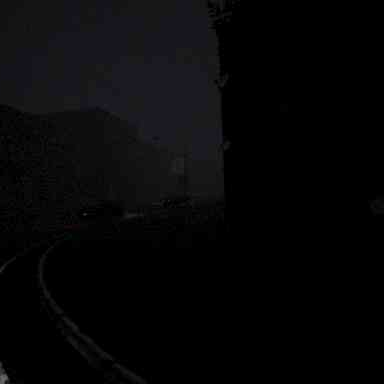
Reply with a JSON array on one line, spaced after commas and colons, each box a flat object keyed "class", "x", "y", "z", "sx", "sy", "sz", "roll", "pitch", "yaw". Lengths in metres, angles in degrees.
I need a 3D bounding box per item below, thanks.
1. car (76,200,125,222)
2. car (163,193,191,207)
[{"class": "car", "x": -6.863, "y": 1.363, "z": 25.602, "sx": 1.882, "sy": 1.535, "sz": 5.008, "roll": -3, "pitch": 0, "yaw": 14}, {"class": "car", "x": -2.143, "y": 1.068, "z": 42.699, "sx": 2.033, "sy": 1.411, "sz": 5.357, "roll": -3, "pitch": 1, "yaw": 16}]
